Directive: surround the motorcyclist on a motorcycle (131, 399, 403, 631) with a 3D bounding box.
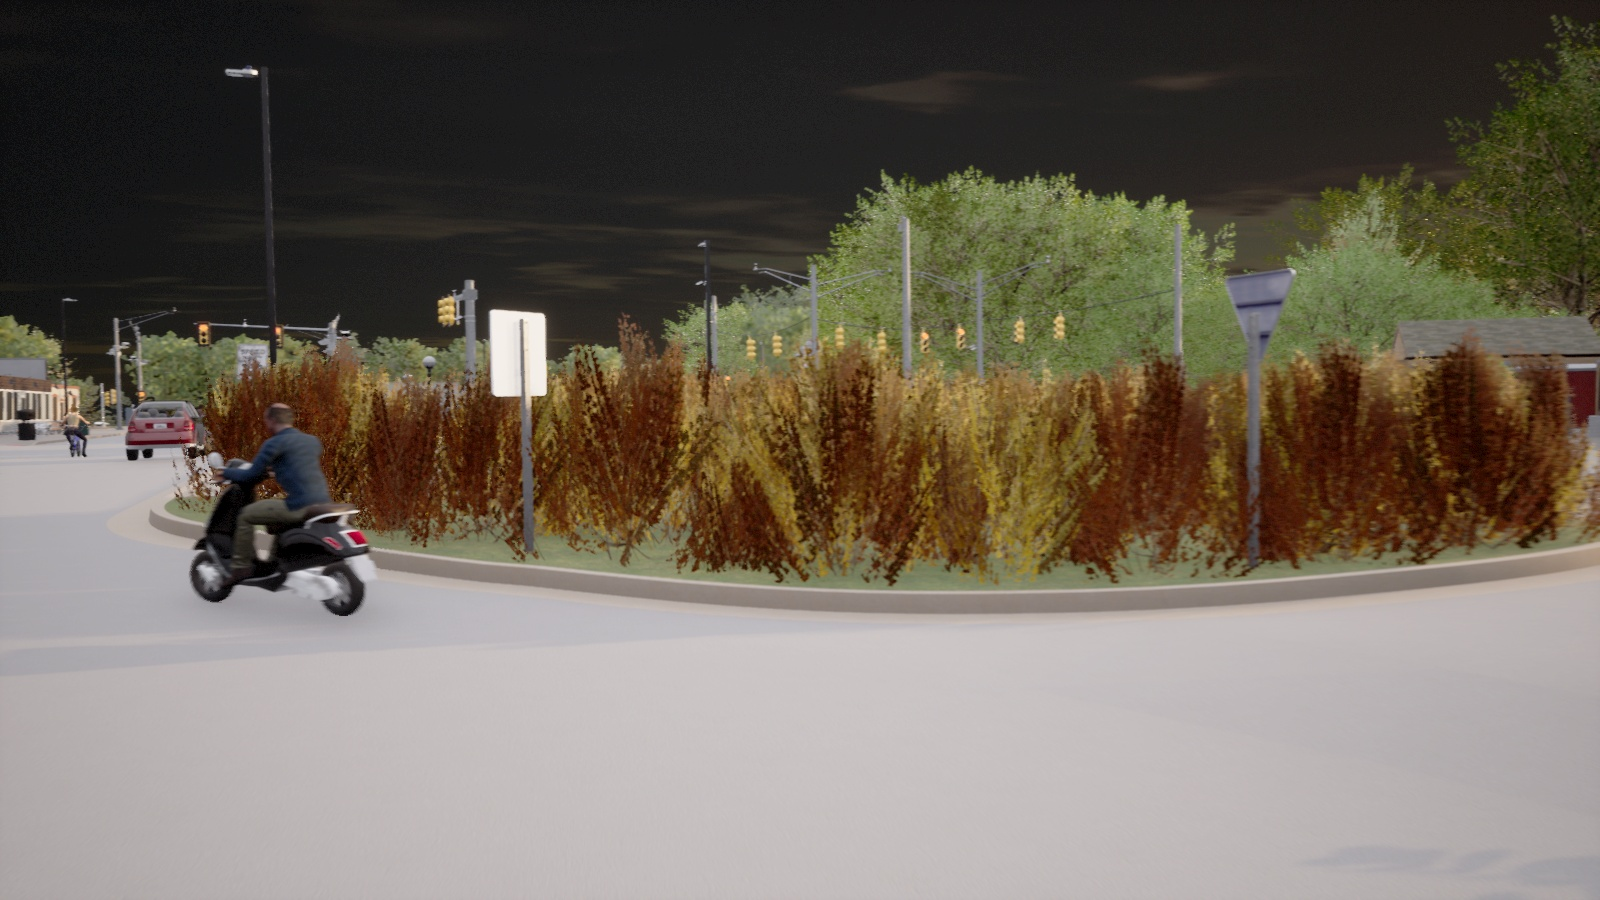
[{"bbox_3d":[-4.038,0.429,9.537,1.817,1.590,0.866,2,4,23],"label":"motorcyclist on a motorcycle"}]

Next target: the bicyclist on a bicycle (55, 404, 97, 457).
[{"bbox_3d":[-22.841,-0.607,39.654,0.866,1.612,1.509,-2,1,-20],"label":"bicyclist on a bicycle"}]

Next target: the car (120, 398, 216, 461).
[{"bbox_3d":[-16.786,-0.562,33.514,1.789,1.549,3.705,-2,2,-19],"label":"car"}]
